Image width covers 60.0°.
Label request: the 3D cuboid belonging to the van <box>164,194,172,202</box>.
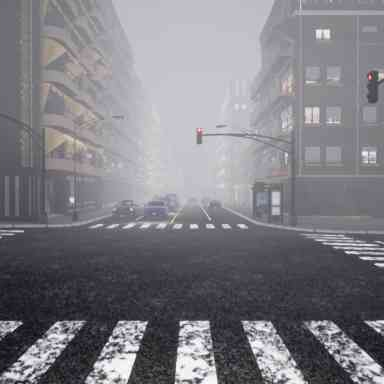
[{"bbox_3d":[-5.748,1.337,79.951,1.690,1.788,3.998,0,0,0],"label":"van"}]

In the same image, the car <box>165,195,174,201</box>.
[{"bbox_3d":[-5.751,1.546,85.590,2.008,1.369,4.403,0,0,0],"label":"car"}]

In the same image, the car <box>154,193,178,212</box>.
[{"bbox_3d":[-3.114,1.349,38.913,2.097,1.767,4.553,0,0,0],"label":"car"}]

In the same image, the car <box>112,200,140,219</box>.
[{"bbox_3d":[-5.713,1.438,29.202,1.967,1.590,4.097,0,0,0],"label":"car"}]

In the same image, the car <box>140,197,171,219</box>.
[{"bbox_3d":[-3.108,1.475,29.285,1.882,1.535,5.008,0,0,-1],"label":"car"}]

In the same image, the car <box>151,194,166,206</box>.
[{"bbox_3d":[-5.733,1.312,57.395,2.192,1.841,5.009,0,0,0],"label":"car"}]

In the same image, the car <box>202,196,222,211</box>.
[{"bbox_3d":[2.660,1.548,40.480,2.008,1.369,4.403,0,0,0],"label":"car"}]

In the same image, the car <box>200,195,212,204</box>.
[{"bbox_3d":[2.644,1.437,63.035,1.967,1.590,4.097,0,0,0],"label":"car"}]

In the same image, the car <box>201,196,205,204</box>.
[{"bbox_3d":[2.656,1.542,46.118,1.887,1.381,4.507,0,0,0],"label":"car"}]

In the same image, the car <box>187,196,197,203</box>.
[{"bbox_3d":[0.051,1.561,69.704,1.994,1.385,4.181,0,0,0],"label":"car"}]

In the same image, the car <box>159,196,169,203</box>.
[{"bbox_3d":[-5.740,1.522,68.503,1.752,1.417,4.829,0,0,0],"label":"car"}]
